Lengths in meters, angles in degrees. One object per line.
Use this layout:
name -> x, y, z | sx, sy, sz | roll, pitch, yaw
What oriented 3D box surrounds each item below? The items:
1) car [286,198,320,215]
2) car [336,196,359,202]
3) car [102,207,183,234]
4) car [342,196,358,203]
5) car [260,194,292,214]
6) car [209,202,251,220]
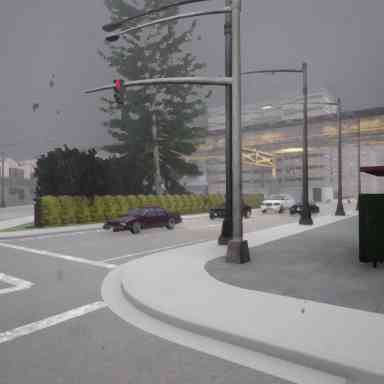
car -> 11.327, 1.588, 33.258 | 1.994, 1.385, 4.181 | -1, 0, 36
car -> 31.871, 1.364, 68.050 | 4.536, 1.218, 1.853 | 0, 0, -29
car -> -2.771, 1.602, 20.068 | 2.033, 1.411, 5.357 | -1, 0, 36
car -> 31.827, 1.522, 68.023 | 4.974, 1.542, 2.038 | 0, 0, -29
car -> 9.637, 1.278, 37.185 | 2.150, 2.045, 5.566 | -1, 0, 36
car -> 3.344, 1.535, 28.519 | 1.882, 1.535, 5.008 | -1, 0, 36
